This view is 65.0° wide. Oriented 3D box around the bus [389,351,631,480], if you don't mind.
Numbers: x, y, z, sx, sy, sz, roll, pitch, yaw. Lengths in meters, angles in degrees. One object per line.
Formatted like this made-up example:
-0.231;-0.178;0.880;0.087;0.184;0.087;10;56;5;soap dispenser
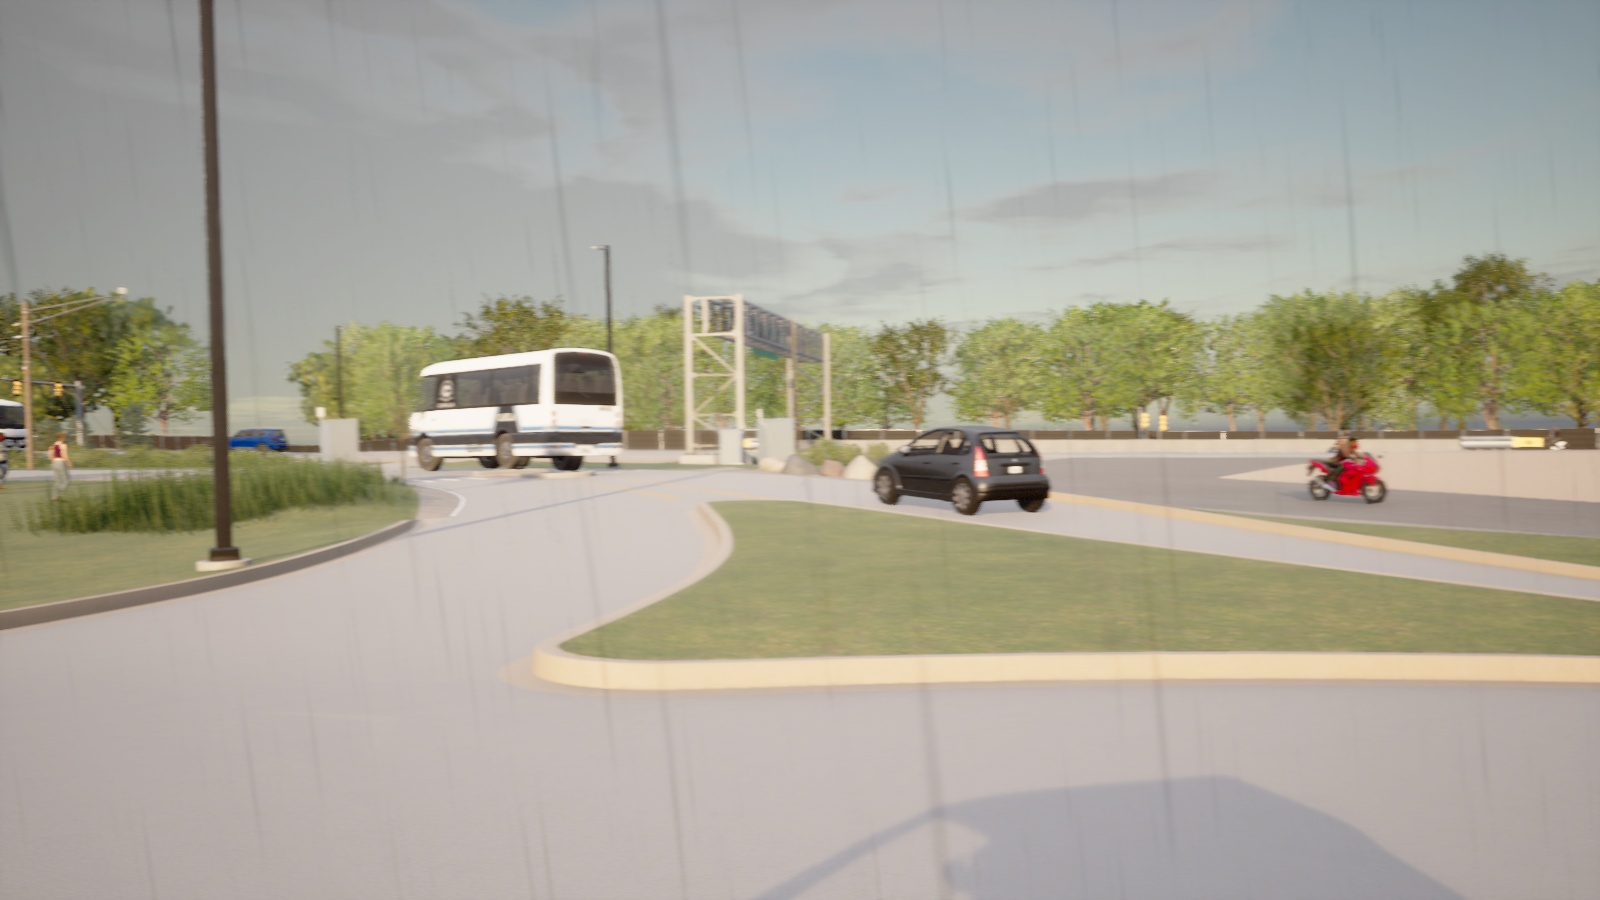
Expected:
-11.162;-1.106;47.413;3.944;4.253;10.273;-1;-1;-45;bus

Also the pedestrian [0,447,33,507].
-25.027;0.862;39.690;0.900;1.855;0.874;-3;0;15;pedestrian

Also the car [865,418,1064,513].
3.114;0.221;24.565;1.851;1.617;3.988;-3;3;-28;car

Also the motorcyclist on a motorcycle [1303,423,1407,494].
12.434;0.177;28.191;0.797;1.523;2.044;-1;1;-30;motorcyclist on a motorcycle

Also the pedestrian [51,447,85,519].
-18.987;0.841;32.569;0.345;1.836;0.594;-3;1;18;pedestrian
